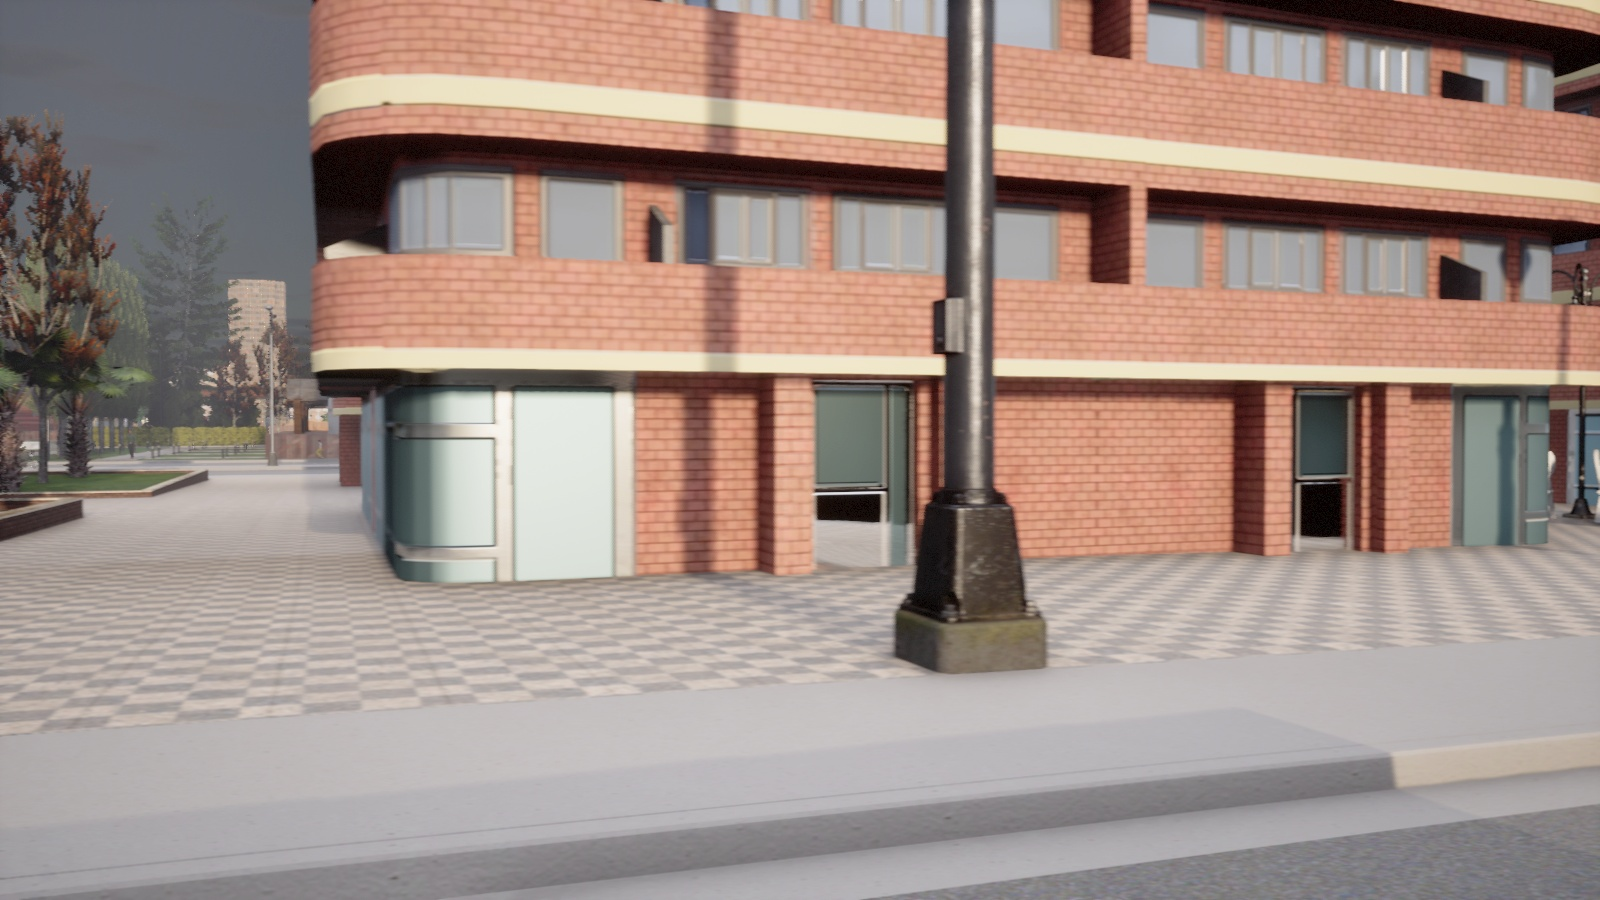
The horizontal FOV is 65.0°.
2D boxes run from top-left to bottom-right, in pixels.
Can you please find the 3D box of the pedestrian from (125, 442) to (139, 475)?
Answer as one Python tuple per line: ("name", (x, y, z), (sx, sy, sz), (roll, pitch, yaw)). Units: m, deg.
("pedestrian", (-40.882, 0.510, 76.823), (0.423, 1.949, 0.788), (-1, 1, -5))
